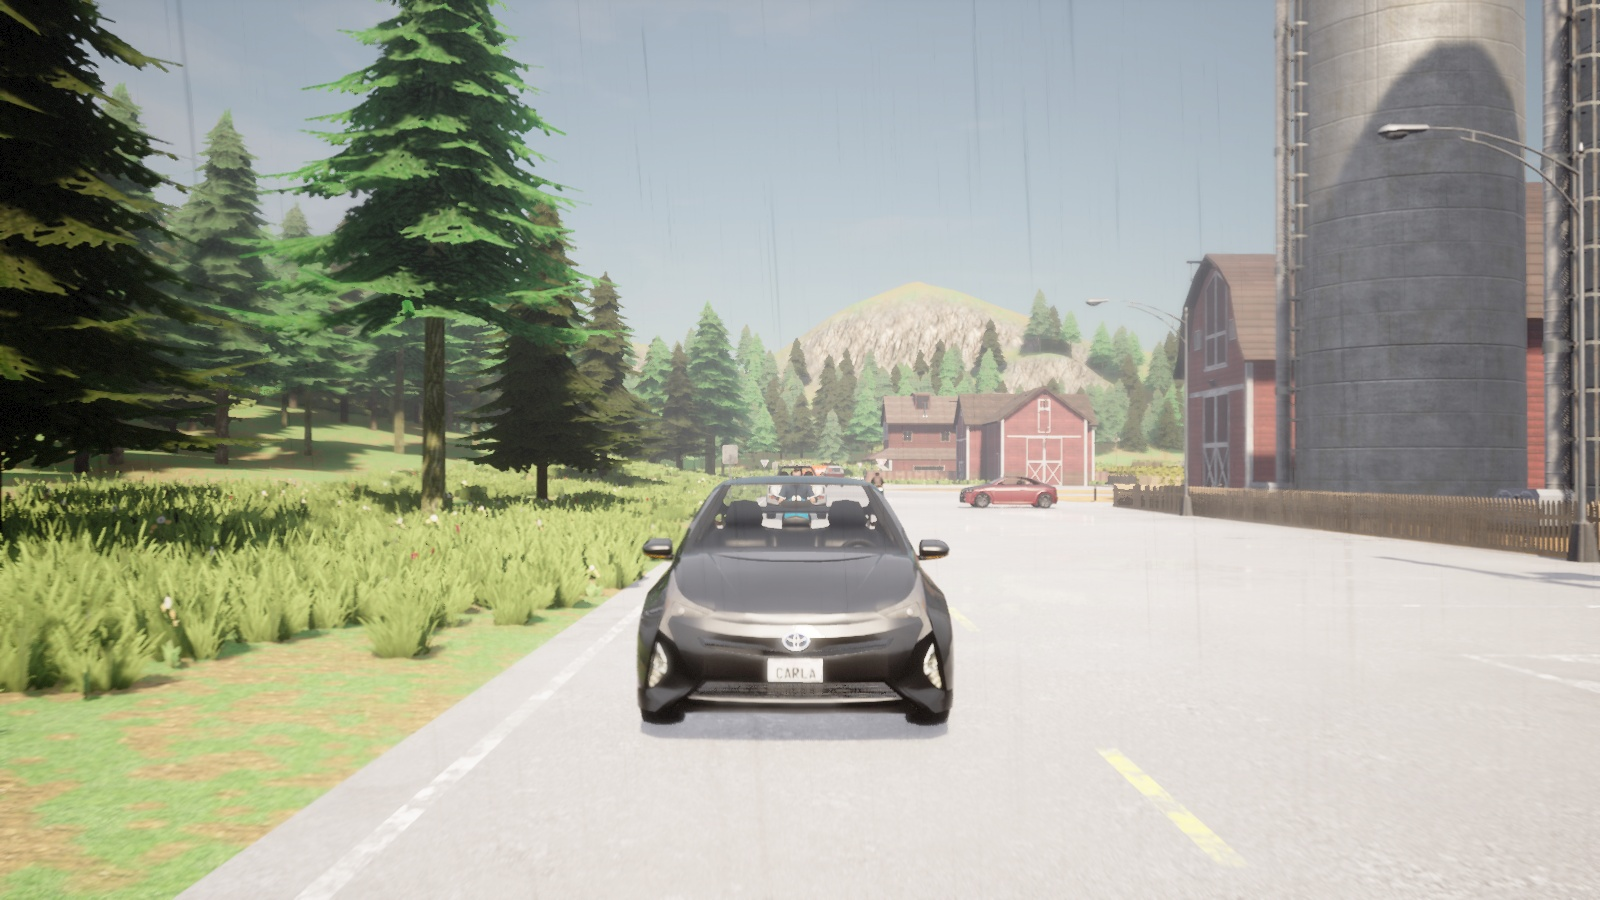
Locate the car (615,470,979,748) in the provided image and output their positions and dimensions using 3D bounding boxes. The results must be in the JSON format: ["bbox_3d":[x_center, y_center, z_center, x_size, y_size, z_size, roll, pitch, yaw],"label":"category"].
[{"bbox_3d":[-0.023,0.912,9.192,2.007,1.525,4.514,0,-1,0],"label":"car"}]

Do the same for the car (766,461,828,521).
[{"bbox_3d":[-0.101,1.310,41.332,1.932,1.855,4.605,0,-1,0],"label":"car"}]
